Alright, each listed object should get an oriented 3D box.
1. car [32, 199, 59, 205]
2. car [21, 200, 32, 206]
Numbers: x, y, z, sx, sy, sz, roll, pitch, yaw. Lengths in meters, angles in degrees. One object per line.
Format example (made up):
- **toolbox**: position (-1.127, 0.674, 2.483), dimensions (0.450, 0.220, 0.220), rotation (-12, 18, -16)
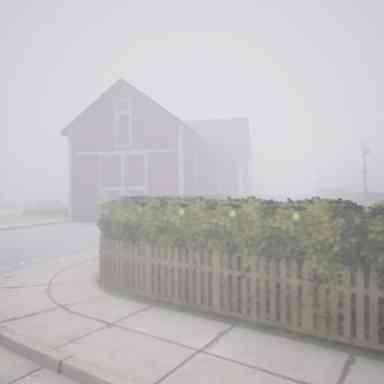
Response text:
- **car**: position (-19.516, 1.700, 45.957), dimensions (1.816, 1.474, 4.193), rotation (-6, -1, 11)
- **car**: position (-24.693, 1.855, 52.275), dimensions (1.994, 1.385, 4.181), rotation (0, 0, 14)
